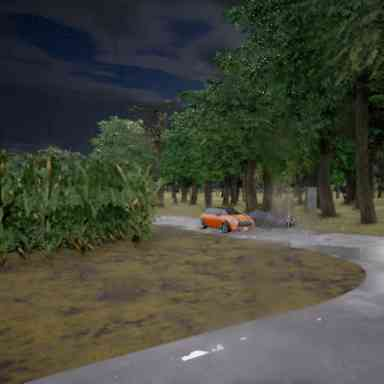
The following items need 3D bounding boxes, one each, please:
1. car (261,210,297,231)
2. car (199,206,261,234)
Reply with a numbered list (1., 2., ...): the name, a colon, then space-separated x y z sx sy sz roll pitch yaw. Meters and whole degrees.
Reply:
1. car: 5.267 2.043 24.770 2.033 1.411 5.357 -1 -1 -30
2. car: 2.398 1.885 23.696 2.097 1.767 4.553 -1 -1 -29
